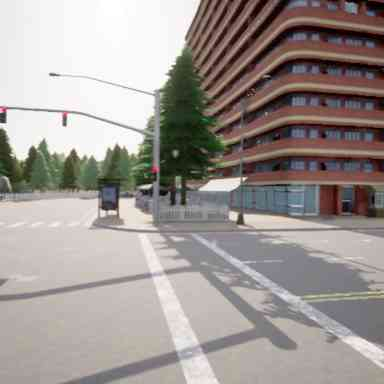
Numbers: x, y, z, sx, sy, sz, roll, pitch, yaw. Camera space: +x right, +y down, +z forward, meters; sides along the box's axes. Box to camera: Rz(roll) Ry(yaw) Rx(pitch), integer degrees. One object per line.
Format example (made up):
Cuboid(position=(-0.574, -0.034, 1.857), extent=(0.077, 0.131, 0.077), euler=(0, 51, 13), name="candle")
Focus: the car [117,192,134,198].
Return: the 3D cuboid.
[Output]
Cuboid(position=(-15.141, 0.641, 75.219), extent=(1.994, 1.385, 4.181), euler=(1, 1, 35), name="car")
